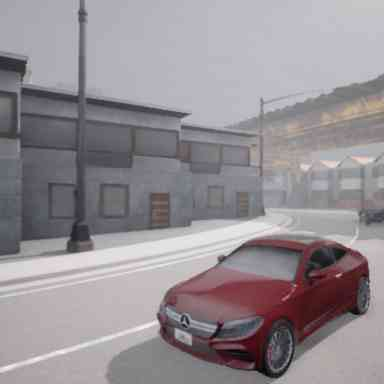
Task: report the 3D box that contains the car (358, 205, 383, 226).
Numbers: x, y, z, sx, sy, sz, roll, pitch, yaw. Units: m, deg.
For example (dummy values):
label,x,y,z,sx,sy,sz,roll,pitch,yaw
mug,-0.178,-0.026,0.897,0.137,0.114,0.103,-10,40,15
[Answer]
label,x,y,z,sx,sy,sz,roll,pitch,yaw
car,12.525,1.545,22.428,1.895,1.301,4.718,0,-1,20

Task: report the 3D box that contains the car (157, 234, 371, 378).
label,x,y,z,sx,sy,sz,roll,pitch,yaw
car,1.556,1.518,5.758,4.674,1.442,1.812,-1,0,-44
